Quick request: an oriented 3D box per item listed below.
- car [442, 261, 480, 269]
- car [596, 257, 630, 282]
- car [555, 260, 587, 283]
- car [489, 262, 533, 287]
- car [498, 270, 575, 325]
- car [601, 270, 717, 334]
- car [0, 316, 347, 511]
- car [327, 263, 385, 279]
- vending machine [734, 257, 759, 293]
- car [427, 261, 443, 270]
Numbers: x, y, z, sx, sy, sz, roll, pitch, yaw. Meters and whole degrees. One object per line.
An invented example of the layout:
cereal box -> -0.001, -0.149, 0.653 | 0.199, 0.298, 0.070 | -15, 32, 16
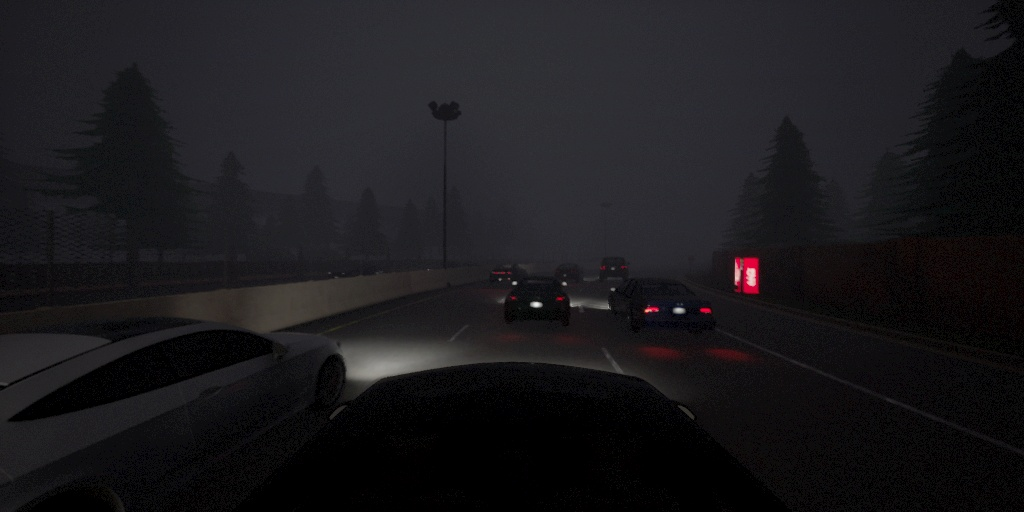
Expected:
car -> -4.410, 1.360, 35.688 | 2.033, 1.411, 5.357 | 0, 0, 20
car -> 8.557, 1.079, 29.823 | 2.150, 2.045, 5.566 | 0, 0, 19
car -> 4.717, 1.316, 29.281 | 1.882, 1.535, 5.008 | 0, 0, 17
car -> -0.157, 1.298, 25.024 | 2.128, 1.511, 4.902 | 0, 0, 14
car -> 0.912, 1.343, 12.059 | 1.994, 1.385, 4.181 | 0, 0, 7
car -> 4.205, 1.339, 10.895 | 2.033, 1.411, 5.357 | 0, 0, 7
car -> -3.272, 1.264, 3.152 | 1.812, 1.442, 4.674 | 0, 0, 1
car -> -13.270, 1.308, 30.993 | 2.033, 1.411, 5.357 | 0, 0, 16
vending machine -> 12.677, 1.047, 19.381 | 1.100, 2.100, 0.880 | 0, 0, 13
car -> -7.135, 1.311, 38.230 | 1.837, 1.490, 4.892 | 0, 0, 21
